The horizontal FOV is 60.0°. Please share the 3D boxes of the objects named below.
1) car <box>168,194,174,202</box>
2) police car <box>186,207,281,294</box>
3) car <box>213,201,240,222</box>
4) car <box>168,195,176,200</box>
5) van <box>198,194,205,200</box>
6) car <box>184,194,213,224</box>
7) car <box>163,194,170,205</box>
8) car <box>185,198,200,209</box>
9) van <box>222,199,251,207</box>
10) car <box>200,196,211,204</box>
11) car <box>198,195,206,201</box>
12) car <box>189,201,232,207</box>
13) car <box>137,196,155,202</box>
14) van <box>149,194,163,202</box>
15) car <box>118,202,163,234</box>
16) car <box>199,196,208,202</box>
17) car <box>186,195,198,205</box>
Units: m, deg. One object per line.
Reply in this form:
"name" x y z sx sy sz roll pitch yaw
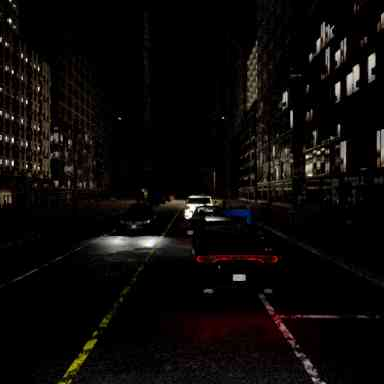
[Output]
"car" -5.699 1.324 72.083 2.192 1.841 5.009 0 0 0
"police car" 0.900 1.425 8.913 1.930 1.638 5.238 0 0 0
"car" 2.686 1.527 26.908 1.752 1.417 4.829 0 0 0
"car" -5.701 1.579 94.754 1.947 1.339 4.313 0 0 0
"van" 2.679 1.354 94.754 1.690 1.788 3.998 0 0 0
"car" 0.658 1.224 24.913 2.150 2.045 5.566 0 0 4
"car" -5.697 1.558 60.746 2.008 1.369 4.403 0 0 0
"car" 0.014 1.568 46.199 1.994 1.385 4.181 0 0 0
"van" 2.686 1.342 21.070 1.690 1.788 3.998 0 0 0
"car" 2.682 1.559 66.414 2.008 1.369 4.403 0 0 0
"car" 2.680 1.557 89.086 1.887 1.381 4.507 0 0 0
"car" 0.899 1.479 18.804 1.882 1.535 5.008 0 0 0
"car" -5.695 1.528 37.904 1.752 1.417 4.829 0 0 0
"van" -5.697 1.346 49.411 1.690 1.788 3.998 0 0 0
"car" -3.001 1.526 19.493 1.812 1.442 4.674 0 0 0
"car" 2.681 1.555 77.750 1.887 1.381 4.507 0 0 0
"car" -0.006 1.359 60.130 2.097 1.767 4.553 0 0 0
